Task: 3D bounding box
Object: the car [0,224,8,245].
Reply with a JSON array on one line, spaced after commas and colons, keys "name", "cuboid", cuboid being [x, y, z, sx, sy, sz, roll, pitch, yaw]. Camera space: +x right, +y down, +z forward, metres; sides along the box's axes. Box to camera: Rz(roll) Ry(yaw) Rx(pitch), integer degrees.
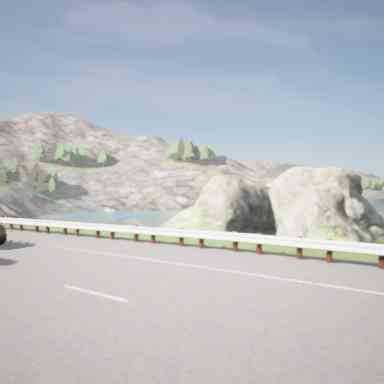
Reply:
[{"name": "car", "cuboid": [-9.884, 1.601, 14.276, 4.181, 1.385, 1.994, 0, 0, 30]}]
